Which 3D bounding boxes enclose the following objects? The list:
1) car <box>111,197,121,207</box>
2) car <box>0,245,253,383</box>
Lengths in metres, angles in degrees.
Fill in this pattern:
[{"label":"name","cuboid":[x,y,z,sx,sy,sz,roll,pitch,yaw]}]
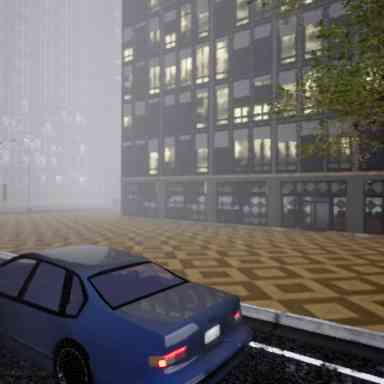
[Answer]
[{"label":"car","cuboid":[-10.014,1.380,52.045,2.150,2.045,5.566,1,0,37]},{"label":"car","cuboid":[-1.829,1.549,4.987,5.357,1.411,2.033,0,0,36]}]
